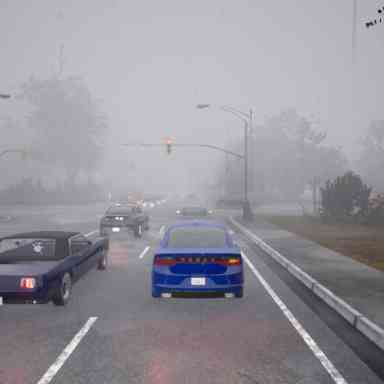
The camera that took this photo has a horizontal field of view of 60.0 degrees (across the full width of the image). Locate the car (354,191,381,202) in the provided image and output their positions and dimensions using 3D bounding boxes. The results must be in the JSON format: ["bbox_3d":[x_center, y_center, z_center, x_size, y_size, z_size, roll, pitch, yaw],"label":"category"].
[{"bbox_3d":[23.649,0.893,43.280,5.566,2.045,2.150,0,0,-3],"label":"car"}]

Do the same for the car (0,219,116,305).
[{"bbox_3d":[-3.387,1.573,7.942,1.895,1.301,4.718,0,0,0],"label":"car"}]

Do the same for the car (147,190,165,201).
[{"bbox_3d":[-6.963,0.956,64.218,1.882,1.535,5.008,0,1,0],"label":"car"}]

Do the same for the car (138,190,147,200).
[{"bbox_3d":[-10.461,0.709,63.383,2.150,2.045,5.566,0,1,0],"label":"car"}]

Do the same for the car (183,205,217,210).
[{"bbox_3d":[0.127,1.459,17.470,1.994,1.385,4.181,0,0,0],"label":"car"}]

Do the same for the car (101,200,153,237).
[{"bbox_3d":[-3.373,1.402,17.194,1.837,1.490,4.892,0,0,0],"label":"car"}]

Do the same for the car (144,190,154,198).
[{"bbox_3d":[-10.789,0.445,84.178,2.150,2.045,5.566,0,1,-3],"label":"car"}]

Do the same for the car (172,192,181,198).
[{"bbox_3d":[-3.854,0.741,85.559,2.033,1.411,5.357,0,1,-4],"label":"car"}]

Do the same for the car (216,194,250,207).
[{"bbox_3d":[5.415,1.021,43.177,4.553,1.767,2.097,0,0,10],"label":"car"}]

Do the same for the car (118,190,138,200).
[{"bbox_3d":[-10.534,0.930,53.800,2.097,1.767,4.553,0,0,1],"label":"car"}]

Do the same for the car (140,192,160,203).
[{"bbox_3d":[-7.005,1.127,55.409,1.994,1.385,4.181,0,1,0],"label":"car"}]

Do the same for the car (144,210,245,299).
[{"bbox_3d":[0.114,1.446,8.488,1.882,1.535,5.008,0,0,0],"label":"car"}]

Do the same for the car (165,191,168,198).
[{"bbox_3d":[-6.982,0.957,74.243,1.895,1.301,4.718,0,1,-1],"label":"car"}]

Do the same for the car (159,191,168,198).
[{"bbox_3d":[-7.299,0.571,84.477,2.097,1.767,4.553,0,1,-3],"label":"car"}]

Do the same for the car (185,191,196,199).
[{"bbox_3d":[-0.057,0.816,77.669,1.837,1.490,4.892,0,1,-2],"label":"car"}]
